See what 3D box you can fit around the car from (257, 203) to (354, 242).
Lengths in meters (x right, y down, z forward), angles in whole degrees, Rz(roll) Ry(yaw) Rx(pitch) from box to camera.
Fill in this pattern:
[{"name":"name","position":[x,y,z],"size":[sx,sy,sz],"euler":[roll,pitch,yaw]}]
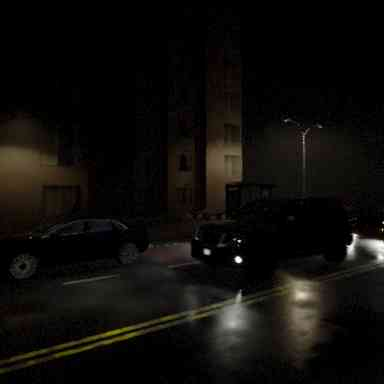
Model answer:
[{"name":"car","position":[5.747,1.414,16.633],"size":[4.902,1.511,2.128],"euler":[0,0,-35]}]

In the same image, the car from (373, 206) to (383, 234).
[{"name":"car","position":[11.033,1.404,16.048],"size":[4.892,1.490,1.837],"euler":[-1,1,-35]}]

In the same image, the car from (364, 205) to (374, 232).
[{"name":"car","position":[9.832,1.464,19.480],"size":[4.181,1.385,1.994],"euler":[0,0,-35]}]

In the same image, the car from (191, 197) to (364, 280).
[{"name":"car","position":[2.641,1.179,10.159],"size":[5.566,2.045,2.150],"euler":[0,0,-35]}]

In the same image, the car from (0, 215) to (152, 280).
[{"name":"car","position":[-3.597,1.477,10.017],"size":[4.902,1.511,2.128],"euler":[0,0,-35]}]
